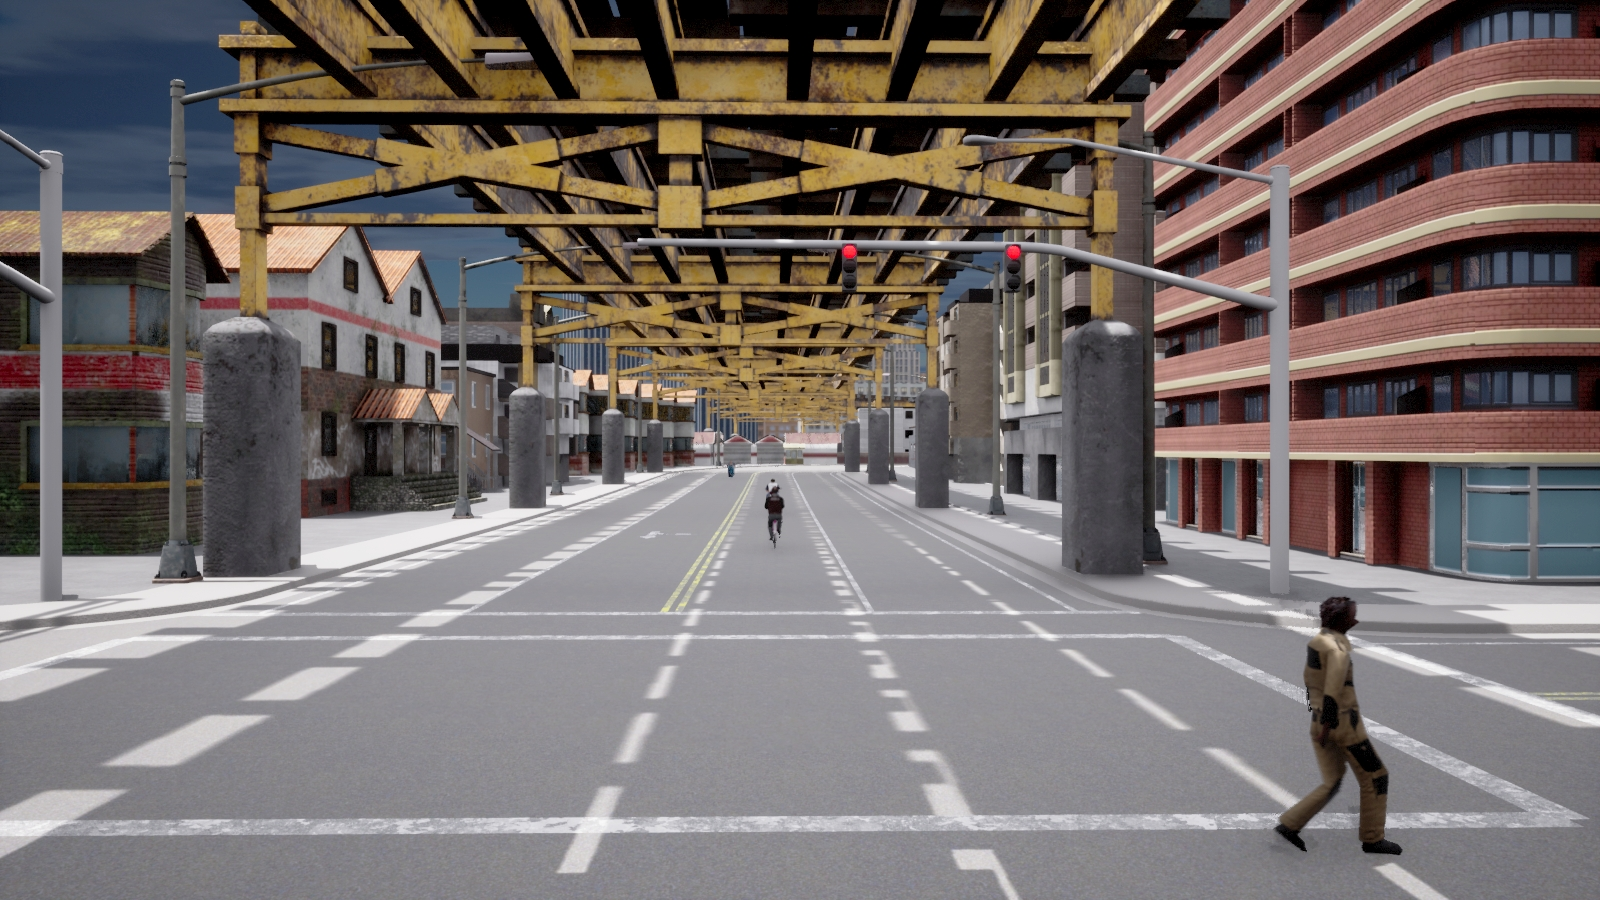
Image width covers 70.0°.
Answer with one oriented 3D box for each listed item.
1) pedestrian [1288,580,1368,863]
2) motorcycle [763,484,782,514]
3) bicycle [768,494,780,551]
[{"bbox_3d":[3.636,1.848,7.878,0.375,1.860,0.375,0,0,-1],"label":"pedestrian"},{"bbox_3d":[-1.199,2.149,50.121,0.803,1.224,2.033,0,0,-1],"label":"motorcycle"},{"bbox_3d":[-0.735,2.048,32.665,0.329,1.496,1.835,0,0,-2],"label":"bicycle"}]
